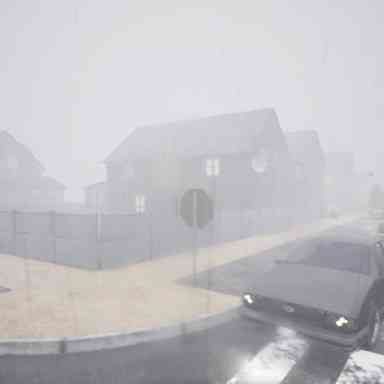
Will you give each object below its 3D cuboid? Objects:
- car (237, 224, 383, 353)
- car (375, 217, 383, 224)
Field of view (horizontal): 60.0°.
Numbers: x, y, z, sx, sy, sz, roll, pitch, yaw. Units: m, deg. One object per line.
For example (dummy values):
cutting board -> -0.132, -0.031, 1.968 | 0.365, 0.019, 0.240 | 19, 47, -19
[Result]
car -> 3.061, 1.594, 6.681 | 2.033, 1.411, 5.357 | 0, 0, 41
car -> 10.266, 1.621, 16.258 | 1.837, 1.490, 4.892 | 0, 0, 35
